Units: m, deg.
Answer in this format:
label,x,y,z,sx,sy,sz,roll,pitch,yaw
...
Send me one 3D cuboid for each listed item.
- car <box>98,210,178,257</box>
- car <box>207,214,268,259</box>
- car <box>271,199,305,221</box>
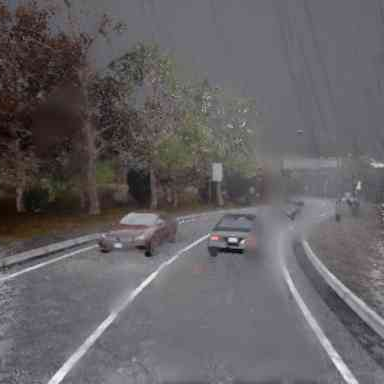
label,x,y,z,sx,sy,sz,roll,pitch,yaw
car,-1.824,1.435,12.859,1.812,1.442,4.674,1,0,13
car,1.874,1.559,12.859,2.033,1.411,5.357,2,0,14
car,8.531,1.701,29.517,2.033,1.411,5.357,3,1,28
